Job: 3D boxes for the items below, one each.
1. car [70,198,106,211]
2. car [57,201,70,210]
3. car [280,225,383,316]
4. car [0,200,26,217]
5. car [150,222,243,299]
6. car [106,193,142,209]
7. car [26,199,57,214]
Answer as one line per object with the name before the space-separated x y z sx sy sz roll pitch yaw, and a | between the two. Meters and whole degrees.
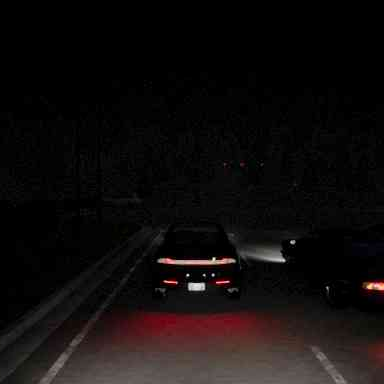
car | -13.669 1.489 40.964 4.902 1.511 2.128 0 0 1
car | -17.134 1.545 37.499 5.357 1.411 2.033 0 0 1
car | 3.601 1.547 7.785 2.033 1.411 5.357 0 0 0
car | -18.469 1.490 30.511 4.902 1.511 2.128 0 0 1
car | 0.103 1.491 8.413 2.128 1.511 4.902 0 0 0
car | -9.507 1.219 44.424 5.566 2.045 2.150 0 0 1
car | -16.779 1.599 33.995 4.718 1.301 1.895 0 0 1
